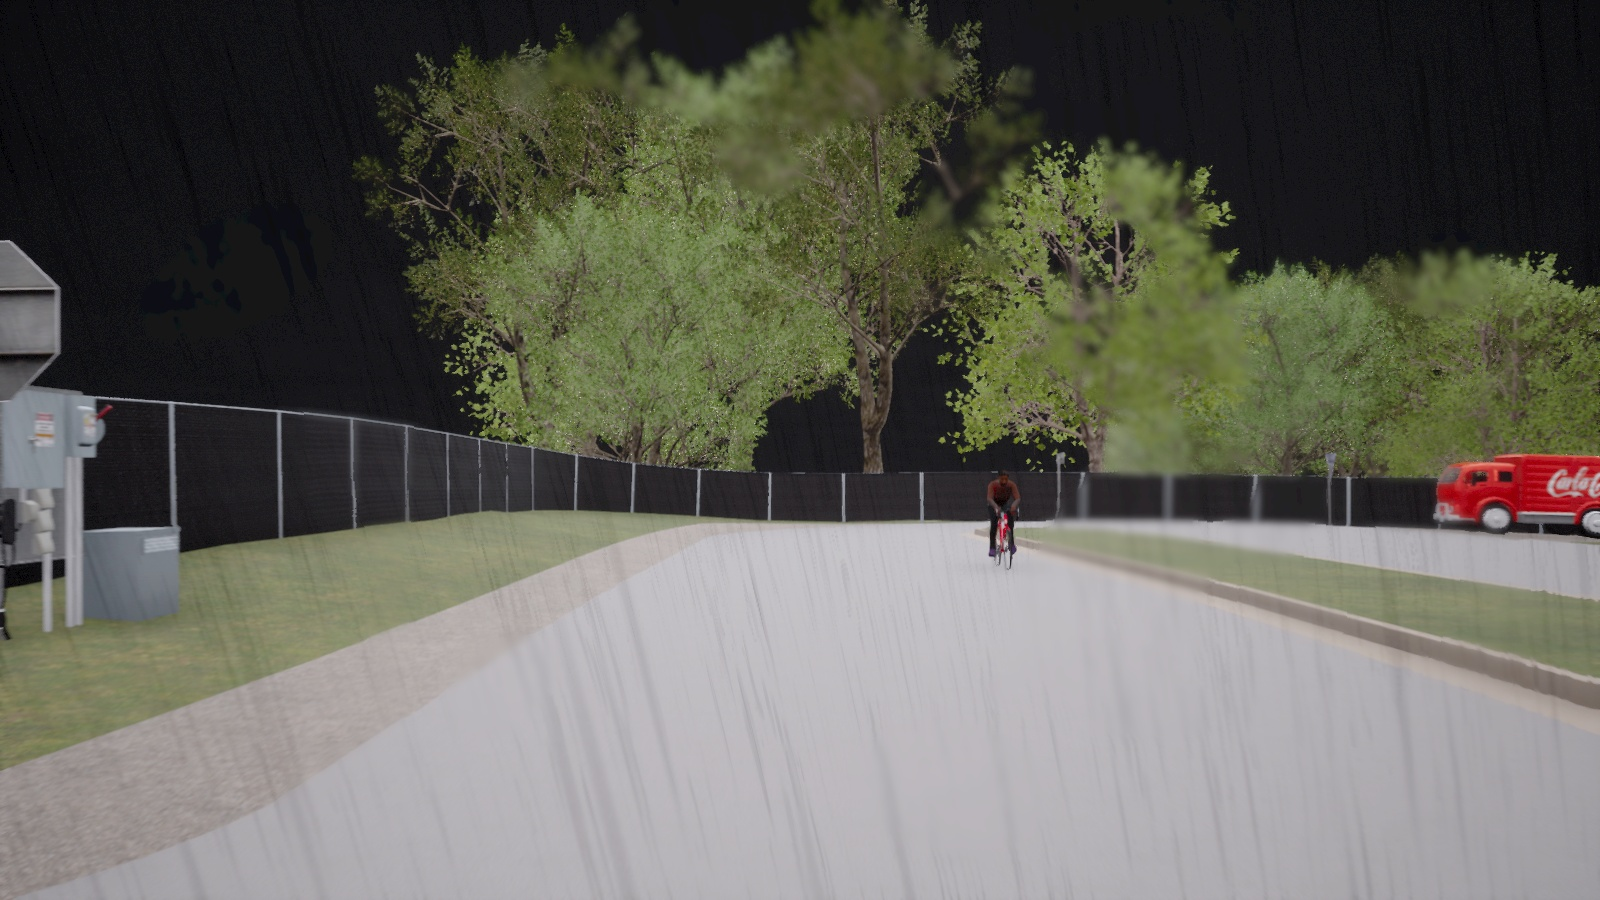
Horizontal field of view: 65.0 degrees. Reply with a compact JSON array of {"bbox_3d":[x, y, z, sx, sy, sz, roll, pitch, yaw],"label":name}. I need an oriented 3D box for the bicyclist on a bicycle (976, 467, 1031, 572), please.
[{"bbox_3d":[3.291,1.103,20.414,0.582,1.620,1.656,-1,-2,0],"label":"bicyclist on a bicycle"}]

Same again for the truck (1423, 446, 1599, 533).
[{"bbox_3d":[22.258,1.196,38.340,5.204,2.467,2.627,1,-1,8],"label":"truck"}]
